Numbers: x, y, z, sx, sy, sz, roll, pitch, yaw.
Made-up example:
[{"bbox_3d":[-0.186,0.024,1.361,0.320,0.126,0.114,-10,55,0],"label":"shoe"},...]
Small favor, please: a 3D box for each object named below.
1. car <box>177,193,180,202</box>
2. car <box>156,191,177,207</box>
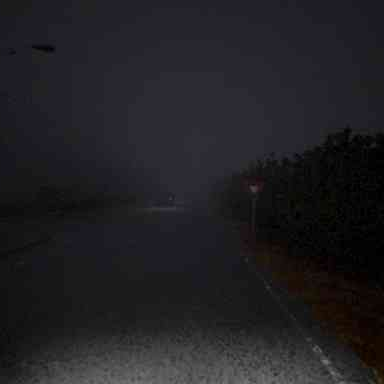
[{"bbox_3d":[-3.460,0.933,63.081,2.097,1.767,4.553,0,0,1],"label":"car"},{"bbox_3d":[-3.572,0.922,45.074,2.150,2.045,5.566,0,0,0],"label":"car"}]
